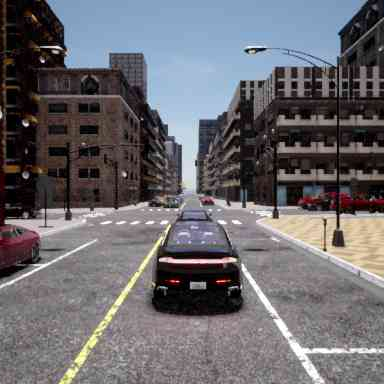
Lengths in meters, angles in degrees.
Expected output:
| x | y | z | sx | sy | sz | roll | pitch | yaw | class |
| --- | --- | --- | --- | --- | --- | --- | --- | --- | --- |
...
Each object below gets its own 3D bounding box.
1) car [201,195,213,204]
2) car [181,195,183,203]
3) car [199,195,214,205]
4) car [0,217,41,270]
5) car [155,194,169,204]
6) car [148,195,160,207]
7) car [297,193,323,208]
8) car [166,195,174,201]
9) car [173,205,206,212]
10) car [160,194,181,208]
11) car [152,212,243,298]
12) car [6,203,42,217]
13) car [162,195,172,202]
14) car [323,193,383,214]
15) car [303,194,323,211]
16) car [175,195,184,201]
| x | y | z | sx | sy | sz | roll | pitch | yaw | class |
| --- | --- | --- | --- | --- | --- | --- | --- | --- | --- |
| 2.755 | 1.462 | 62.659 | 1.967 | 1.590 | 4.097 | 0 | 0 | 0 | car |
| -3.019 | 1.620 | 58.181 | 1.895 | 1.301 | 4.718 | 0 | 0 | 0 | car |
| 2.748 | 1.458 | 56.976 | 1.967 | 1.590 | 4.097 | 0 | 0 | 0 | car |
| -5.732 | 1.582 | 9.277 | 1.802 | 1.307 | 4.206 | 0 | 0 | 0 | car |
| -5.626 | 1.337 | 62.666 | 2.192 | 1.841 | 5.009 | 0 | 0 | 0 | car |
| -5.637 | 1.581 | 51.301 | 1.947 | 1.339 | 4.313 | 0 | 0 | 0 | car |
| 14.598 | 1.015 | 37.595 | 5.009 | 1.841 | 2.192 | -1 | 1 | 0 | car |
| -5.601 | 1.481 | 85.396 | 1.967 | 1.590 | 4.097 | 0 | 0 | 0 | car |
| 0.116 | 1.565 | 17.099 | 1.994 | 1.385 | 4.181 | 0 | 0 | 0 | car |
| -3.015 | 1.365 | 48.248 | 2.097 | 1.767 | 4.553 | 0 | 0 | 0 | car |
| 0.111 | 1.491 | 8.484 | 2.128 | 1.511 | 4.902 | 0 | 0 | 0 | car |
| -16.843 | 1.796 | 31.577 | 4.892 | 1.490 | 1.837 | -1 | 0 | 0 | car |
| -5.613 | 1.471 | 74.031 | 1.967 | 1.590 | 4.097 | 0 | 0 | 0 | car |
| 14.724 | 1.029 | 29.217 | 5.009 | 1.841 | 2.192 | -1 | 1 | 0 | car |
| 14.603 | 1.230 | 35.024 | 4.674 | 1.442 | 1.812 | -1 | 0 | 0 | car |
| -2.915 | 1.522 | 81.199 | 2.033 | 1.411 | 5.357 | 0 | 0 | 0 | car |
